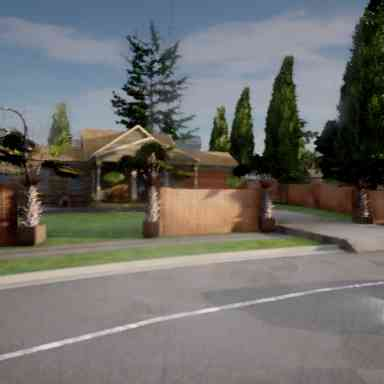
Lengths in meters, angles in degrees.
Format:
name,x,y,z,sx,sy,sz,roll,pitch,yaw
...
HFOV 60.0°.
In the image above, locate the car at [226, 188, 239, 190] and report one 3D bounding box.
name,x,y,z,sx,sy,sz,roll,pitch,yaw
car,3.298,0.454,27.353,1.816,1.474,4.193,-2,0,2
